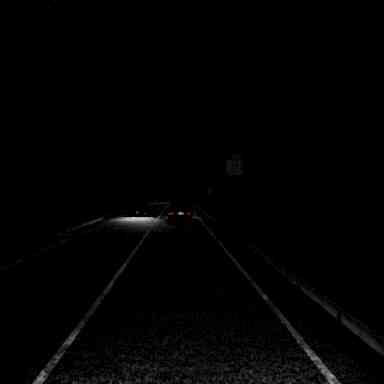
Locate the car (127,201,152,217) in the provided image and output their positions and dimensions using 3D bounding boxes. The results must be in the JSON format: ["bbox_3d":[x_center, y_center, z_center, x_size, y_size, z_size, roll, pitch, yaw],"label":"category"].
[{"bbox_3d":[-4.854,1.567,31.000,1.994,1.385,4.181,0,0,-3],"label":"car"}]

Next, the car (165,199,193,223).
[{"bbox_3d":[-0.924,1.555,25.821,2.033,1.411,5.357,0,0,-2],"label":"car"}]

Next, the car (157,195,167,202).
[{"bbox_3d":[-6.661,1.474,73.239,1.837,1.490,4.892,0,0,-3],"label":"car"}]
